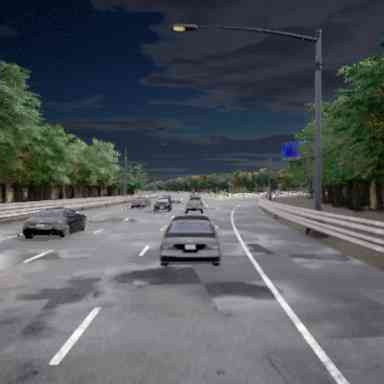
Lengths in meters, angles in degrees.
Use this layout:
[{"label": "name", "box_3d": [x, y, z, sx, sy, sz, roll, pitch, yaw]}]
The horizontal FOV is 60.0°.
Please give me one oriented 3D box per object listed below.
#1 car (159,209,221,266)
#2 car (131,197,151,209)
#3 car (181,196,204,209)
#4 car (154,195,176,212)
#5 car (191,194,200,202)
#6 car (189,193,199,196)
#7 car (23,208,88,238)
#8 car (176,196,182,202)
[{"label": "car", "box_3d": [-0.041, 1.524, 11.467, 2.033, 1.411, 5.357, 0, 0, 0]}, {"label": "car", "box_3d": [-6.528, 1.392, 42.868, 2.033, 1.411, 5.357, 0, 0, 1]}, {"label": "car", "box_3d": [0.257, 1.438, 35.251, 2.033, 1.411, 5.357, 0, 0, 1]}, {"label": "car", "box_3d": [-3.124, 1.401, 37.075, 1.812, 1.442, 4.674, 0, 0, 1]}, {"label": "car", "box_3d": [0.653, 1.273, 73.011, 1.882, 1.535, 5.008, 0, 0, 0]}, {"label": "car", "box_3d": [0.630, 1.316, 61.040, 1.837, 1.490, 4.892, 0, 0, 0]}, {"label": "car", "box_3d": [-6.916, 1.508, 17.261, 1.994, 1.385, 4.181, 0, 0, 1]}, {"label": "car", "box_3d": [-2.739, 1.400, 61.391, 1.895, 1.301, 4.718, 0, 0, 1]}]
